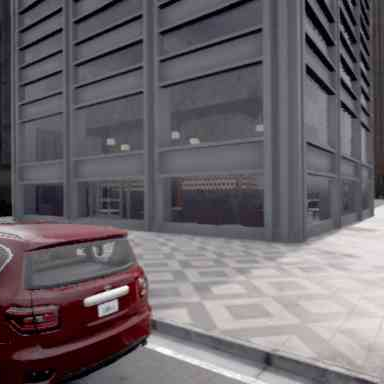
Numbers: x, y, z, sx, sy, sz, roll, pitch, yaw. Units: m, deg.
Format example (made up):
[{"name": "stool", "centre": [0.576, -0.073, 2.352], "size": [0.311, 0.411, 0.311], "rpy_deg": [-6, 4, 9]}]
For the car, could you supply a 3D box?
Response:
[{"name": "car", "centre": [-2.854, 1.366, 5.002], "size": [5.009, 1.841, 2.192], "rpy_deg": [-1, 0, 36]}]
